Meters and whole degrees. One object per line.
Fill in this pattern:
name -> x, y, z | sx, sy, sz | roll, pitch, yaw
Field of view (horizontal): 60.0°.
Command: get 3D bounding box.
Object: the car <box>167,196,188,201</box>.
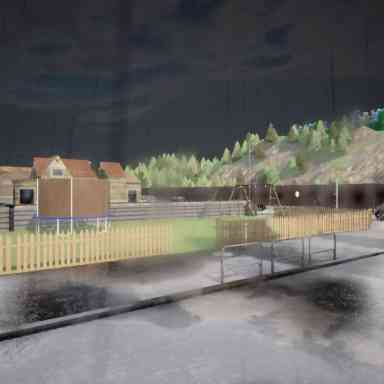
car -> -2.641, 1.505, 57.818 | 1.837, 1.490, 4.892 | 0, 0, -35

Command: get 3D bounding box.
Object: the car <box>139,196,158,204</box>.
car -> -8.755, 1.526, 66.256 | 1.812, 1.442, 4.674 | 0, 0, -36

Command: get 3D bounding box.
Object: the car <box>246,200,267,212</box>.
car -> 6.302, 1.601, 38.220 | 1.895, 1.301, 4.718 | 0, 0, -36

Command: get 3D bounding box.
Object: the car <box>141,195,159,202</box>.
car -> -7.382, 1.351, 57.446 | 2.097, 1.767, 4.553 | 0, 0, -35

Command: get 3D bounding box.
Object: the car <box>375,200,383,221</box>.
car -> 15.960, 1.351, 24.205 | 2.097, 1.767, 4.553 | 0, 0, -29

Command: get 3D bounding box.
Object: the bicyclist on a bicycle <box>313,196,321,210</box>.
bicyclist on a bicycle -> 15.152, 1.349, 40.287 | 1.656, 1.620, 0.582 | 0, 0, -36
